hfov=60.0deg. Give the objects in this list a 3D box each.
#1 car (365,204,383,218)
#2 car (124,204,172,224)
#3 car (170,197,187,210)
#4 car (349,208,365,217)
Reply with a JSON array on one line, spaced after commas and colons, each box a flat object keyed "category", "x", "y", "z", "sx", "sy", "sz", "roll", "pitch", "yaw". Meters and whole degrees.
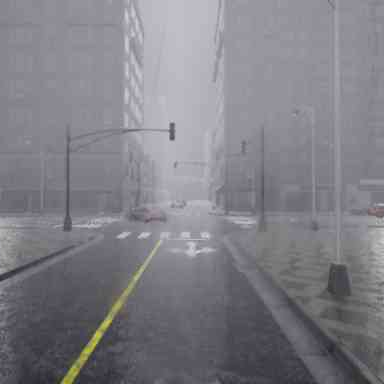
[{"category": "car", "x": 19.417, "y": 1.451, "z": 30.485, "sx": 5.566, "sy": 2.045, "sz": 2.150, "roll": 0, "pitch": -1, "yaw": 0}, {"category": "car", "x": -3.838, "y": 1.785, "z": 27.048, "sx": 1.994, "sy": 1.385, "sz": 4.181, "roll": 1, "pitch": -1, "yaw": -37}, {"category": "car", "x": -2.333, "y": 1.990, "z": 53.268, "sx": 2.128, "sy": 1.511, "sz": 4.902, "roll": 0, "pitch": -1, "yaw": 1}, {"category": "car", "x": 18.564, "y": 1.888, "z": 33.722, "sx": 4.718, "sy": 1.301, "sz": 1.895, "roll": 0, "pitch": -1, "yaw": 0}]
